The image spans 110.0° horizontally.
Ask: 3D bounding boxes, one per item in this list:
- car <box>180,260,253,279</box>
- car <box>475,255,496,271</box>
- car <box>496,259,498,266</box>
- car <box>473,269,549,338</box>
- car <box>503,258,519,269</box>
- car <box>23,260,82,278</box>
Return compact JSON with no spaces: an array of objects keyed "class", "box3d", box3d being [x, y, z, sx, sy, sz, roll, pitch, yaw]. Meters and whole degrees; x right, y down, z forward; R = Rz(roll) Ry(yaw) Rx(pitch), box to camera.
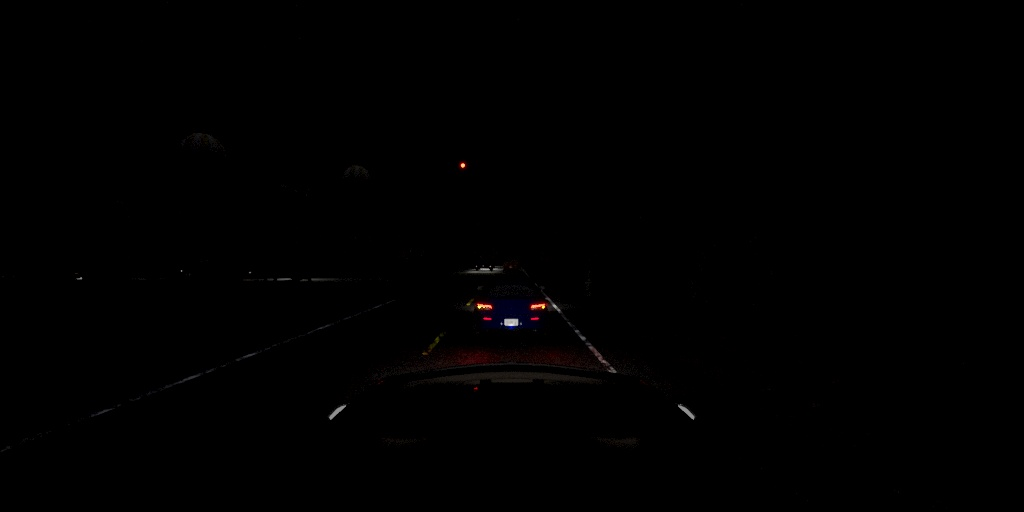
[{"class":"car","box3d":[-23.216,1.038,28.342,4.902,1.511,2.128,1,0,-2]},{"class":"car","box3d":[-3.770,0.934,49.782,2.150,2.045,5.566,0,0,0]},{"class":"car","box3d":[-3.788,1.299,59.556,1.895,1.301,4.718,0,0,0]},{"class":"car","box3d":[-0.026,1.274,10.086,1.812,1.442,4.674,0,0,0]},{"class":"car","box3d":[-0.111,1.194,46.942,1.882,1.535,5.008,0,0,1]},{"class":"car","box3d":[-35.400,0.996,28.239,4.181,1.385,1.994,1,0,-1]}]
